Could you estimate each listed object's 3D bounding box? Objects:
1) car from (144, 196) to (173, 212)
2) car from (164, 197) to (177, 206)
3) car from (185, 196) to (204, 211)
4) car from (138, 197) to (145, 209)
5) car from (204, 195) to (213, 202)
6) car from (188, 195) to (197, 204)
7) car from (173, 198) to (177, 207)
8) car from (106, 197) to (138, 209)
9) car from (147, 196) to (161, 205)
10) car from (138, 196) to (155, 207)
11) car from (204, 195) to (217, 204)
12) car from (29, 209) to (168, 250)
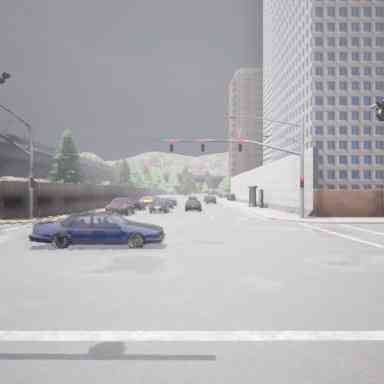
[{"bbox_3d":[-3.535,1.491,36.458,2.128,1.511,4.902,0,0,0],"label":"car"},{"bbox_3d":[-3.496,1.601,55.360,1.895,1.301,4.718,0,0,0],"label":"car"},{"bbox_3d":[0.150,1.564,41.022,1.994,1.385,4.181,0,0,0],"label":"car"},{"bbox_3d":[-7.032,1.601,41.860,1.895,1.301,4.718,0,0,0],"label":"car"},{"bbox_3d":[3.610,1.500,74.516,1.837,1.490,4.892,0,0,0],"label":"car"},{"bbox_3d":[0.123,1.477,66.953,1.882,1.535,5.008,0,0,1],"label":"car"},{"bbox_3d":[-3.531,1.564,45.378,1.994,1.385,4.181,0,0,-1],"label":"car"},{"bbox_3d":[-7.045,1.352,32.874,2.097,1.767,4.553,0,0,0],"label":"car"},{"bbox_3d":[-6.973,1.478,61.449,1.882,1.535,5.008,0,0,1],"label":"car"},{"bbox_3d":[-7.012,1.478,51.376,1.882,1.535,5.008,0,0,0],"label":"car"},{"bbox_3d":[3.694,1.505,64.119,1.837,1.490,4.892,0,0,0],"label":"car"},{"bbox_3d":[-3.852,1.575,13.945,5.357,1.411,2.033,0,0,0],"label":"car"}]
